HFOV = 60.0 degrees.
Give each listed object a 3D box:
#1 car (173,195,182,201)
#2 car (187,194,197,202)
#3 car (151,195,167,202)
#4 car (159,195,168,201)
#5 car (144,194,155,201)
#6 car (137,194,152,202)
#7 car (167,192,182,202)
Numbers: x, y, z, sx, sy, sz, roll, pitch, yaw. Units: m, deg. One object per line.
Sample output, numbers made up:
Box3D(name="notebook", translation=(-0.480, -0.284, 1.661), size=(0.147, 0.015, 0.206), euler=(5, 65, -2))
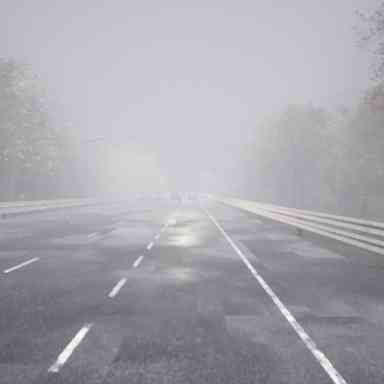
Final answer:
Box3D(name="car", translation=(-3.476, 1.416, 81.351), size=(1.882, 1.535, 5.008), euler=(0, 0, 0))
Box3D(name="car", translation=(0.021, 1.195, 71.308), size=(2.097, 1.767, 4.553), euler=(0, 0, 0))
Box3D(name="car", translation=(-6.979, 1.393, 71.341), size=(1.994, 1.385, 4.181), euler=(0, 0, 0))
Box3D(name="car", translation=(-6.976, 1.417, 81.352), size=(1.882, 1.535, 5.008), euler=(0, 0, 0))
Box3D(name="car", translation=(-10.476, 1.294, 81.323), size=(2.097, 1.767, 4.553), euler=(0, 0, 0))
Box3D(name="car", translation=(-10.479, 1.366, 70.925), size=(2.128, 1.511, 4.902), euler=(0, 0, 0))
Box3D(name="car", translation=(-3.479, 1.065, 70.953), size=(2.150, 2.045, 5.566), euler=(0, 0, 0))
